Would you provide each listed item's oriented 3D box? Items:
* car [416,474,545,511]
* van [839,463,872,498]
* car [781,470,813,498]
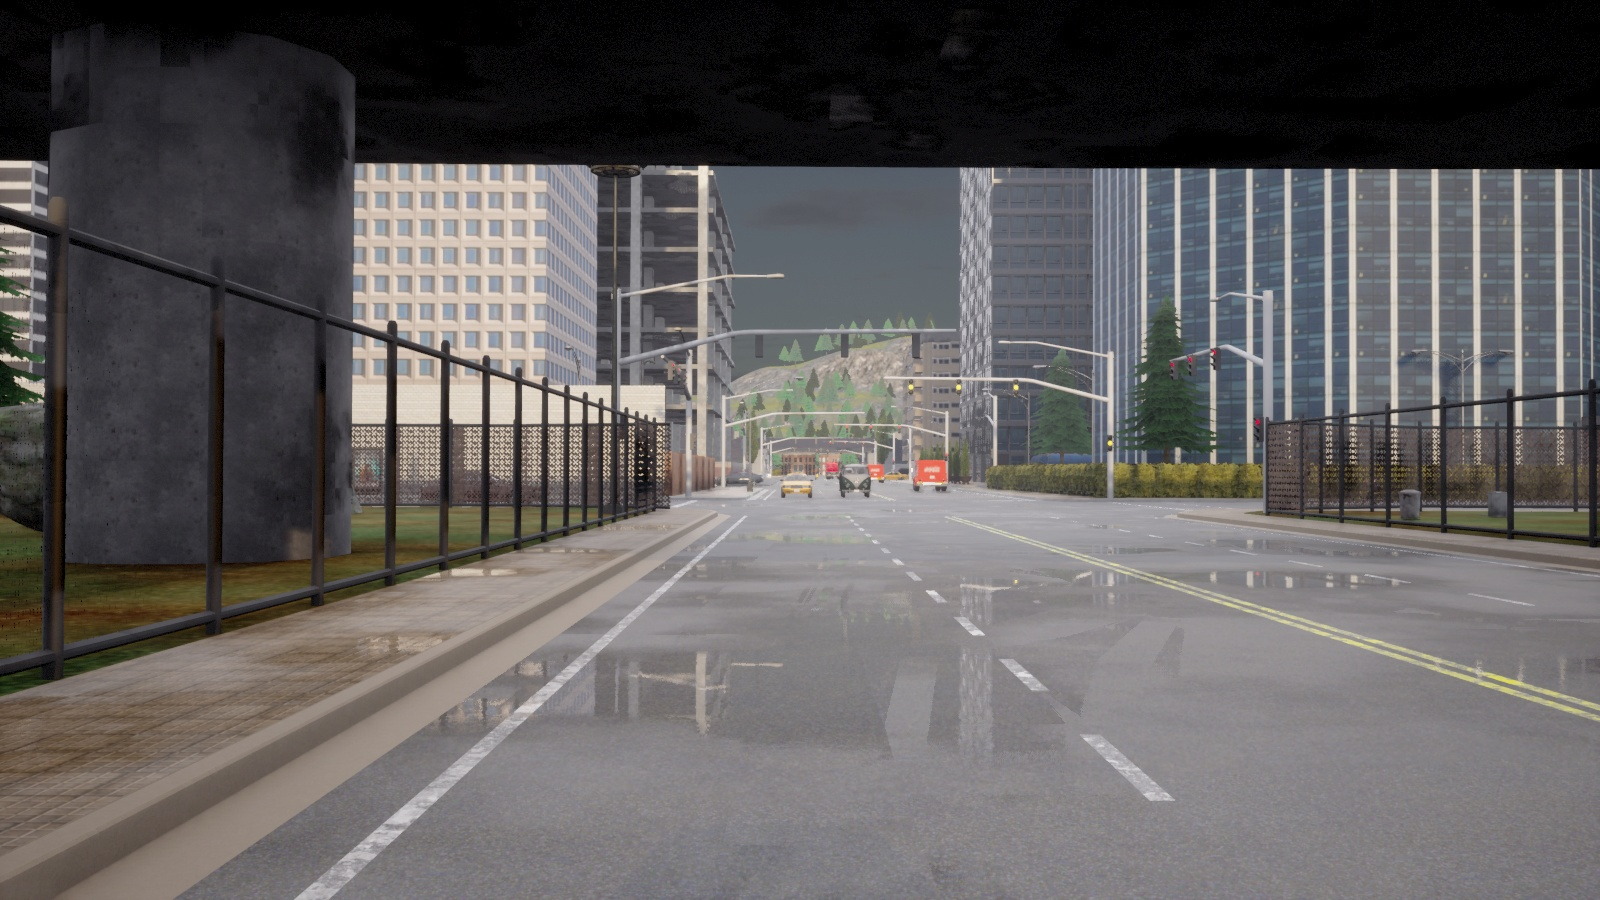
[{"bbox_3d":[-12.717,1.676,50.171,4.674,1.442,1.812,0,-1,0],"label":"car"},{"bbox_3d":[3.321,1.820,75.588,1.775,1.987,4.442,0,-1,0],"label":"van"},{"bbox_3d":[-0.175,1.995,74.092,1.801,1.575,5.366,0,-1,0],"label":"car"}]
